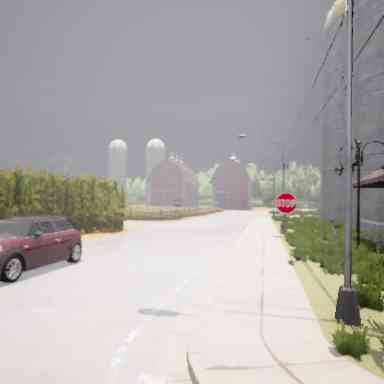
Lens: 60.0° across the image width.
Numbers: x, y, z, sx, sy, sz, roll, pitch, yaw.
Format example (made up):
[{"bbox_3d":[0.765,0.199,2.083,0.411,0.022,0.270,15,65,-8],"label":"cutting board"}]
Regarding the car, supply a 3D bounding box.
[{"bbox_3d":[-5.421,1.560,10.457,2.097,1.767,4.553,1,-2,12],"label":"car"}]
